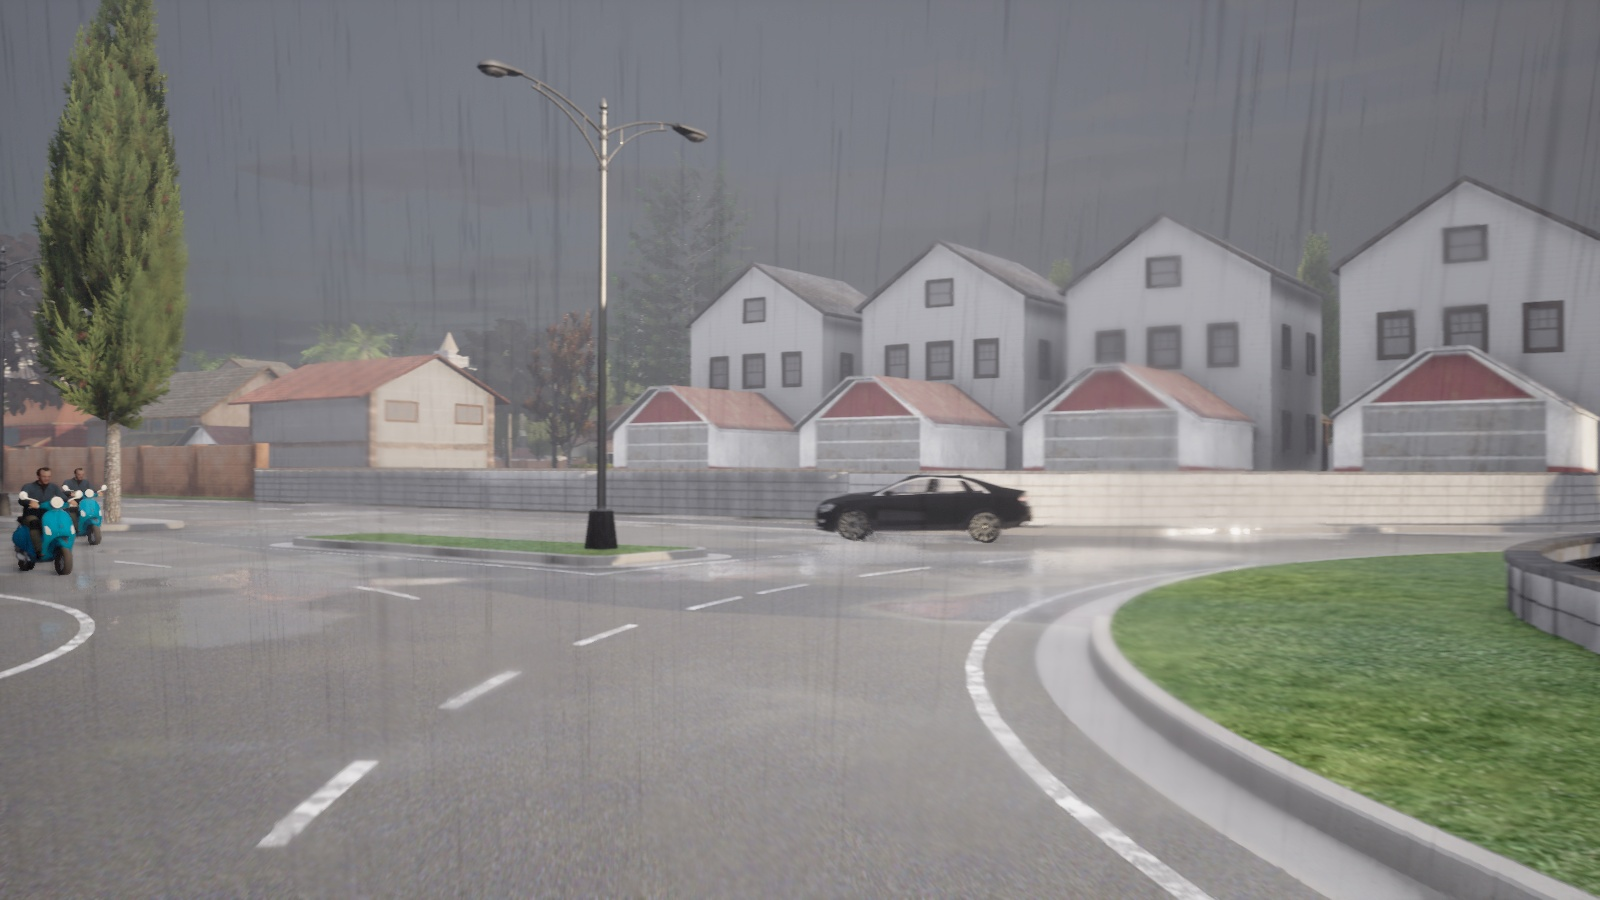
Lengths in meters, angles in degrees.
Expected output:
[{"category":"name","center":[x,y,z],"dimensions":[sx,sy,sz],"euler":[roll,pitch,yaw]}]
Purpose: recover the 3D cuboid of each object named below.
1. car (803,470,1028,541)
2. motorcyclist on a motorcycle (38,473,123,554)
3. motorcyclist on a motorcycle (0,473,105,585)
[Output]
[{"category":"car","center":[2.659,1.234,28.486],"dimensions":[4.902,1.511,2.128],"euler":[0,-1,10]},{"category":"motorcyclist on a motorcycle","center":[-14.826,1.282,25.863],"dimensions":[1.817,1.590,0.866],"euler":[-1,-1,37]},{"category":"motorcyclist on a motorcycle","center":[-11.256,1.143,18.757],"dimensions":[1.817,1.590,0.866],"euler":[-1,-1,38]}]
